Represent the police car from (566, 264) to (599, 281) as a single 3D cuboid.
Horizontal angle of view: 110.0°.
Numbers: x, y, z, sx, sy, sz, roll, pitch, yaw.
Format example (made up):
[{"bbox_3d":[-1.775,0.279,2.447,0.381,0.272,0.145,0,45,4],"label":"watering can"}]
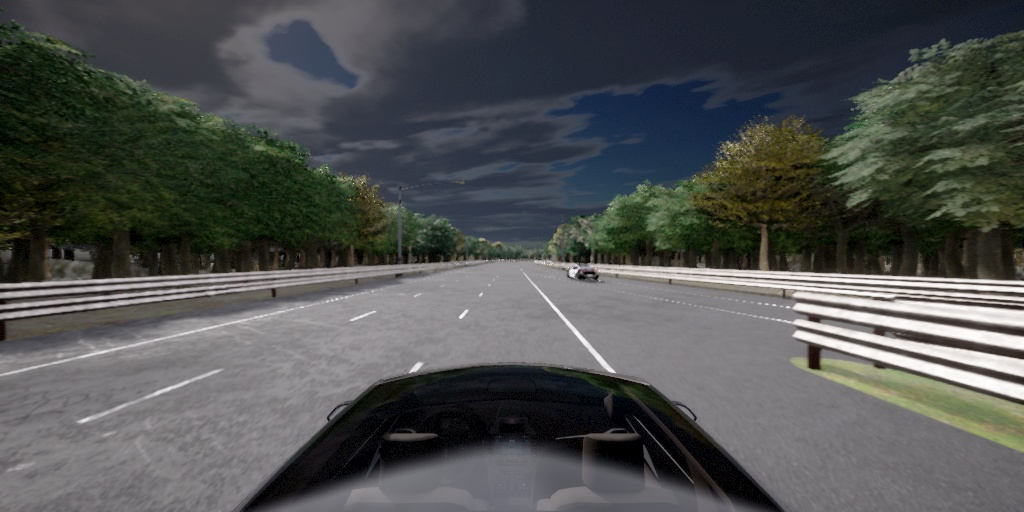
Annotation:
[{"bbox_3d":[6.707,1.599,34.818,2.038,1.542,4.974,1,-1,-8],"label":"police car"}]
